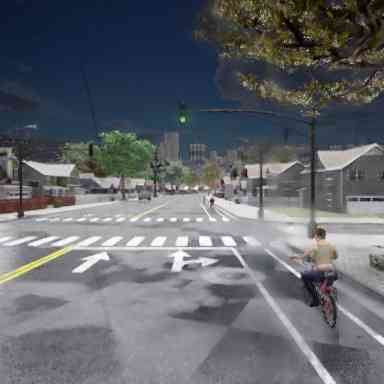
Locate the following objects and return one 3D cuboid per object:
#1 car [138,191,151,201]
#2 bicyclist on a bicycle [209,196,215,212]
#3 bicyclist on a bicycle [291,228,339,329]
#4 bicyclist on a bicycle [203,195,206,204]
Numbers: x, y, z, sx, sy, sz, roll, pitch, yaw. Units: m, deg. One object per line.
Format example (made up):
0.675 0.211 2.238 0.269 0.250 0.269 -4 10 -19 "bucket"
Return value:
-9.739 0.764 68.992 2.150 2.045 5.566 0 0 0 "car"
2.257 1.344 37.400 0.659 1.776 1.843 0 0 0 "bicyclist on a bicycle"
2.270 1.435 5.983 0.866 1.612 1.509 0 0 0 "bicyclist on a bicycle"
2.259 1.390 60.929 0.582 1.620 1.656 0 0 0 "bicyclist on a bicycle"
